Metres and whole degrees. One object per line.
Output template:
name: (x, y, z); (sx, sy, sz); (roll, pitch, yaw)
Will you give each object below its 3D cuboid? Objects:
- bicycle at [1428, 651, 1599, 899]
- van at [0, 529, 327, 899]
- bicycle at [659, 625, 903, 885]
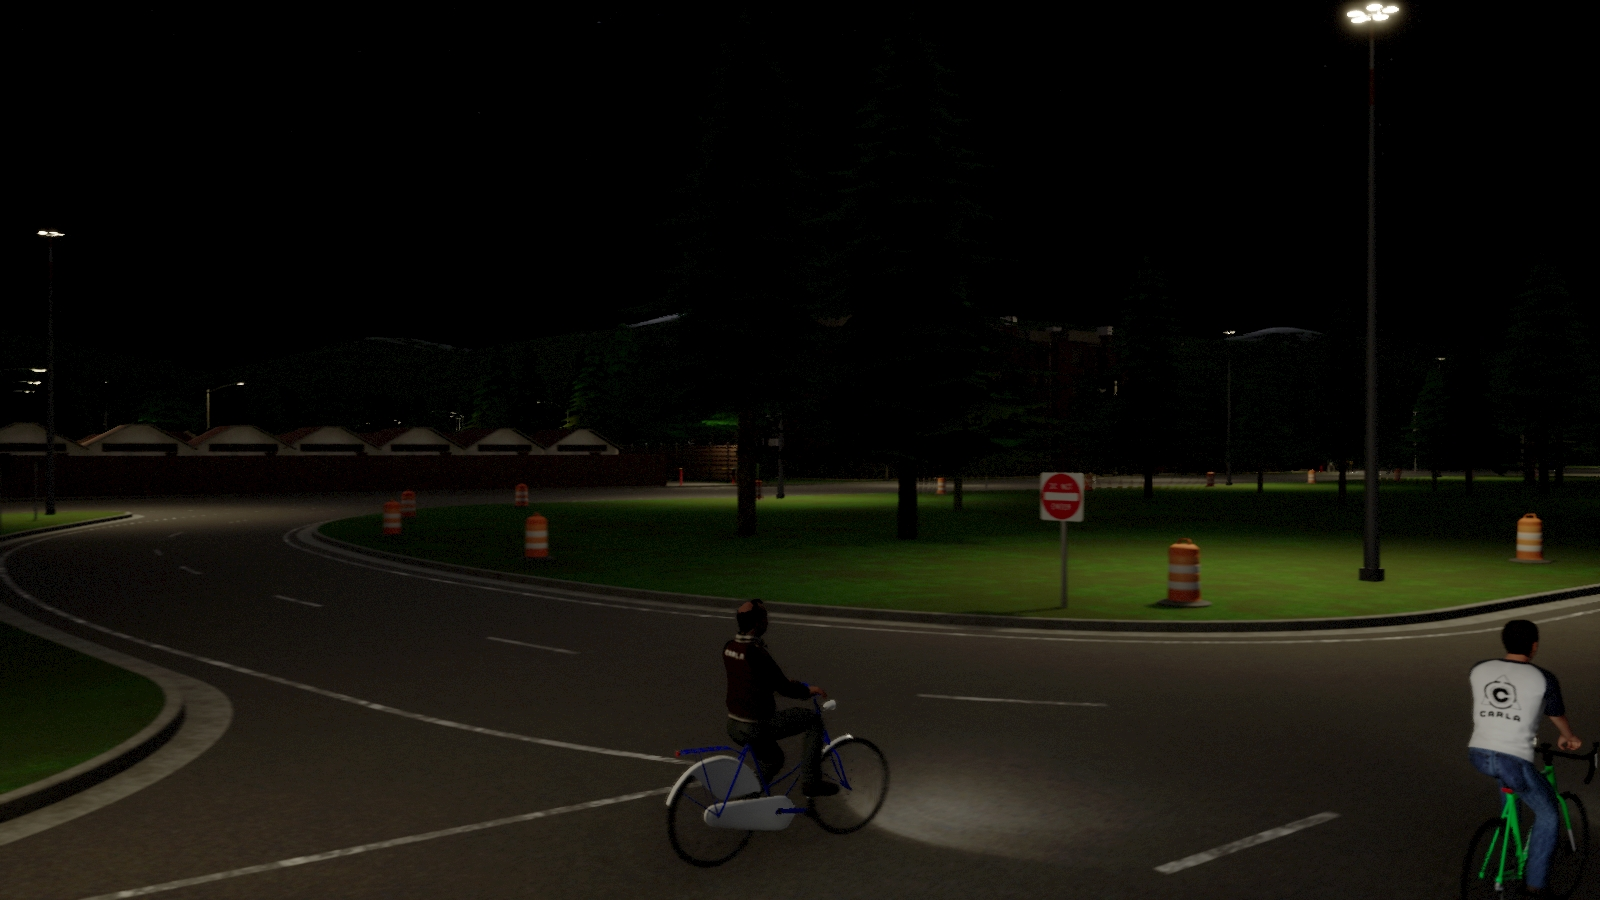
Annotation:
bicycle: (4.369, 2.059, 6.849); (1.643, 1.496, 0.373); (1, 0, -35)
van: (-3.816, 1.535, 1.109); (5.915, 2.561, 1.988); (0, 0, -35)
bicycle: (-0.088, 2.062, 8.005); (1.835, 1.471, 0.329); (0, 0, -35)
